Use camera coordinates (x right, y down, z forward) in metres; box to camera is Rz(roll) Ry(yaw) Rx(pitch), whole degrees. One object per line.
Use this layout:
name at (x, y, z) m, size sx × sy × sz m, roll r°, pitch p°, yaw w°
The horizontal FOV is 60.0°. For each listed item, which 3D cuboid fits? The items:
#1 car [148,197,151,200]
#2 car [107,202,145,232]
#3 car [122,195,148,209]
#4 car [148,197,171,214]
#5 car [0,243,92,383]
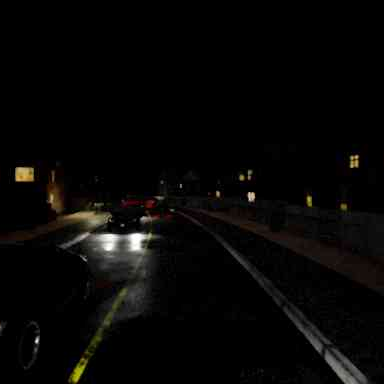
car at (-5.856, 1.502, 47.596) m, size 2.097 × 1.767 × 4.553 m, roll 0°, pitch 0°, yaw -14°
car at (-4.101, 1.577, 20.726) m, size 1.812 × 1.442 × 4.674 m, roll 0°, pitch 0°, yaw -6°
car at (-5.991, 1.317, 34.556) m, size 2.150 × 2.045 × 5.566 m, roll 0°, pitch 1°, yaw -9°
car at (-3.511, 1.621, 36.782) m, size 1.812 × 1.442 × 4.674 m, roll 0°, pitch 0°, yaw -10°
car at (-3.051, 1.574, 5.383) m, size 1.994 × 1.385 × 4.181 m, roll 0°, pitch 0°, yaw -2°
